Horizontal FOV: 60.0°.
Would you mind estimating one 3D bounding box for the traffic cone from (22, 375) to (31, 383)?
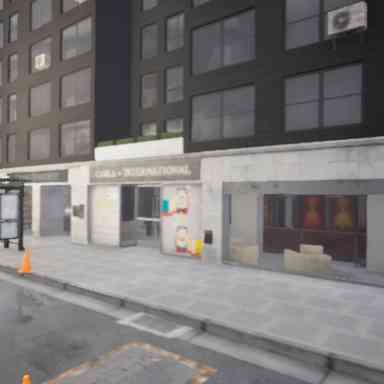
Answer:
[{"bbox_3d":[-1.520,1.986,3.048,0.340,0.580,0.340,0,-1,37],"label":"traffic cone"}]

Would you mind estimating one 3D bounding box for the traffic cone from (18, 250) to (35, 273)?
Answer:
[{"bbox_3d":[-4.507,1.878,9.083,0.340,0.580,0.340,0,-3,39],"label":"traffic cone"}]
